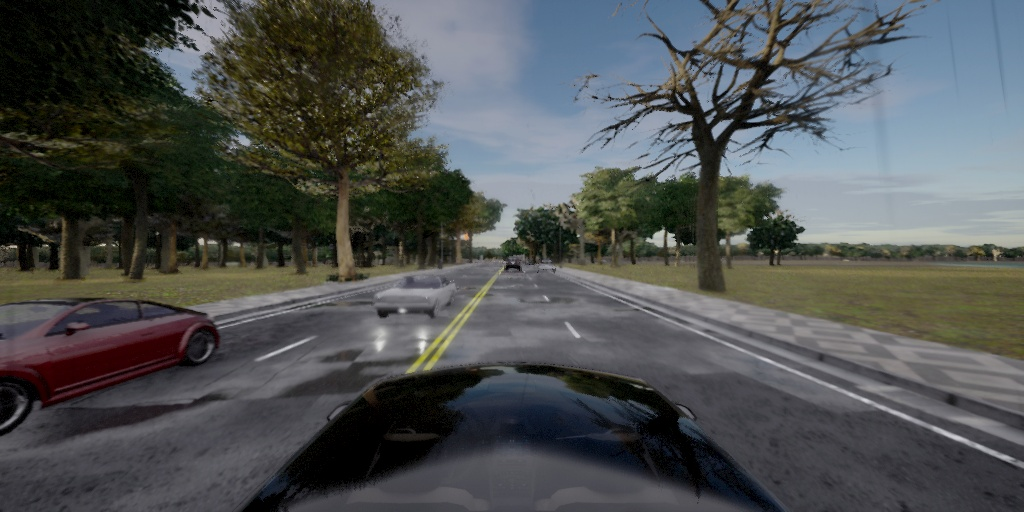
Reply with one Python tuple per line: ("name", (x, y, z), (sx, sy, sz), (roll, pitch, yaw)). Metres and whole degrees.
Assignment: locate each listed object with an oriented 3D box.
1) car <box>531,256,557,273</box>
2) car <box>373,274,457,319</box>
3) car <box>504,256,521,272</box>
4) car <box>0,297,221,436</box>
("car", (3.256, 0.824, 35.427), (2.033, 1.649, 4.856), (0, 0, 0))
("car", (-3.298, 1.355, 13.029), (1.895, 1.301, 4.718), (0, 0, 0))
("car", (0.108, 1.057, 49.385), (2.150, 2.045, 5.566), (0, 0, 0))
("car", (-6.587, 1.313, 5.129), (1.994, 1.385, 4.181), (0, 0, 0))
